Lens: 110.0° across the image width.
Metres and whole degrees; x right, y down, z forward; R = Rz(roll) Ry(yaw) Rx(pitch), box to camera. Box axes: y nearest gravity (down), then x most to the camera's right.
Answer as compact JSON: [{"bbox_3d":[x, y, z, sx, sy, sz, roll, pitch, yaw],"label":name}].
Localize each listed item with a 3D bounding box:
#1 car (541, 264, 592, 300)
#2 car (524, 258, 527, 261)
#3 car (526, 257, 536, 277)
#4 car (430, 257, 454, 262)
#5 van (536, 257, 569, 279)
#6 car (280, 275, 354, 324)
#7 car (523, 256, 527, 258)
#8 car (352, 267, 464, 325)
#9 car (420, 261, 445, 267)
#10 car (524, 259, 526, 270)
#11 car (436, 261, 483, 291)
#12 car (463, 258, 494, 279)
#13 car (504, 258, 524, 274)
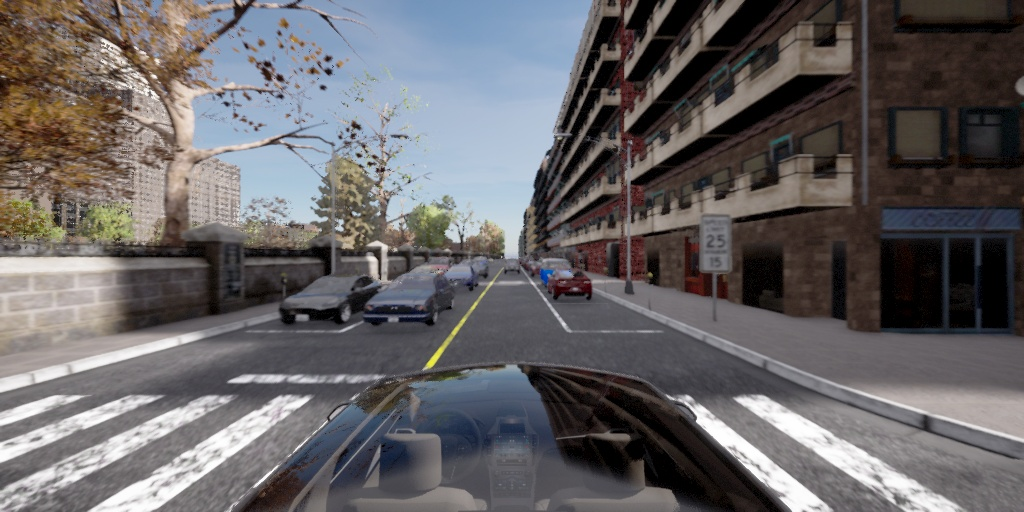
[{"bbox_3d":[2.699,1.273,17.524,1.888,1.381,4.507,0,0,0],"label":"car"},{"bbox_3d":[2.715,1.251,45.674,1.888,1.381,4.507,0,0,0],"label":"car"},{"bbox_3d":[2.709,1.152,34.415,1.967,1.591,4.097,0,0,0],"label":"car"},{"bbox_3d":[-5.675,1.031,28.789,2.192,1.841,5.009,0,0,0],"label":"car"},{"bbox_3d":[2.703,1.062,23.154,1.690,1.789,3.998,0,0,0],"label":"van"},{"bbox_3d":[-5.684,1.301,11.898,1.948,1.339,4.313,0,0,0],"label":"car"},{"bbox_3d":[2.718,1.018,51.304,2.192,1.841,5.009,0,0,0],"label":"car"},{"bbox_3d":[-3.088,1.282,12.010,2.033,1.411,5.357,0,0,0],"label":"car"},{"bbox_3d":[-5.678,1.247,22.990,1.751,1.417,4.829,0,0,0],"label":"car"},{"bbox_3d":[2.711,1.259,40.045,2.007,1.370,4.403,0,0,0],"label":"car"},{"bbox_3d":[-3.072,1.249,21.828,1.812,1.442,4.674,0,0,0],"label":"car"},{"bbox_3d":[-3.046,1.205,32.211,2.128,1.511,4.902,0,0,1],"label":"car"},{"bbox_3d":[0.021,1.256,40.194,2.033,1.411,5.357,0,0,0],"label":"car"}]
